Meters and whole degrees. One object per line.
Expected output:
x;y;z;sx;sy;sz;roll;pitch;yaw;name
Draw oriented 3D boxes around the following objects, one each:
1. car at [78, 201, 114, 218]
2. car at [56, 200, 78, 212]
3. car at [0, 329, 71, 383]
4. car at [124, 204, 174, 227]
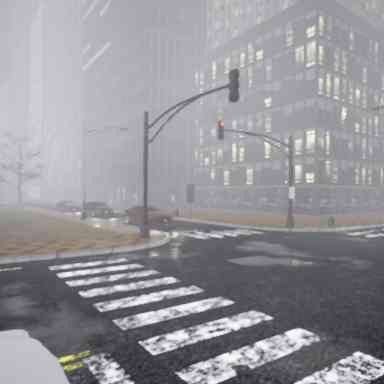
-9.131;1.652;32.227;1.837;1.490;4.892;1;0;-35;car
-15.183;1.694;40.818;2.033;1.411;5.357;1;0;-35;car
-2.910;1.580;1.469;4.718;1.301;1.895;1;-1;-38;car
-3.129;1.624;23.685;1.882;1.535;5.008;1;0;-34;car
